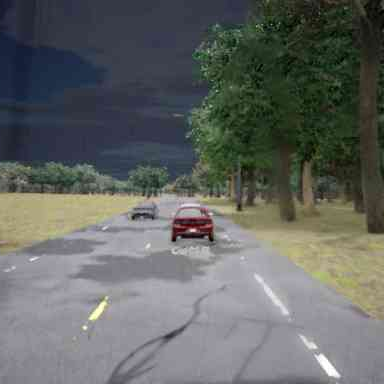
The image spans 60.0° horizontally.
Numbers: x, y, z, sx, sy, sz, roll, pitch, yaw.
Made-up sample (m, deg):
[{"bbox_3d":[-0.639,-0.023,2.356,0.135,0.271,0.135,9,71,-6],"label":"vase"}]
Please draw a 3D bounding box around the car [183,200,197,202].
[{"bbox_3d":[-0.209,1.540,35.499,1.895,1.301,4.718,0,0,-1],"label":"car"}]

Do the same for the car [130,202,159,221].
[{"bbox_3d":[-3.781,1.507,27.446,2.033,1.411,5.357,0,0,-1],"label":"car"}]

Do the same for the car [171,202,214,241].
[{"bbox_3d":[0.018,1.460,16.468,1.882,1.535,5.008,0,0,0],"label":"car"}]
